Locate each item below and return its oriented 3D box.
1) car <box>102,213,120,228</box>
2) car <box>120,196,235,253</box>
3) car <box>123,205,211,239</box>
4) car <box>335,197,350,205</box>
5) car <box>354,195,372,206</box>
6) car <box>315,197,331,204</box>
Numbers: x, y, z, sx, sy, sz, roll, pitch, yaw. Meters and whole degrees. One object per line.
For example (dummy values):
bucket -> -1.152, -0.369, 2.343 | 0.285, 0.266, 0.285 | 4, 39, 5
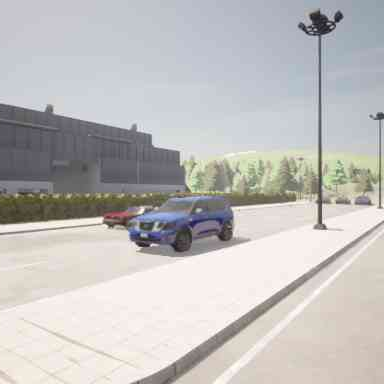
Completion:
car -> -3.522, 1.600, 21.695 | 1.895, 1.301, 4.718 | 0, 0, 35
car -> -0.150, 1.221, 14.308 | 2.150, 2.045, 5.566 | 0, 0, 35
car -> -1.226, 1.547, 18.875 | 2.033, 1.411, 5.357 | 0, 0, 35
car -> 26.644, 1.564, 58.766 | 1.994, 1.385, 4.181 | 0, 0, 35
car -> 28.262, 1.351, 54.994 | 2.097, 1.767, 4.553 | 0, 0, 35
car -> 24.198, 1.564, 61.371 | 1.994, 1.385, 4.181 | 0, 0, 35
